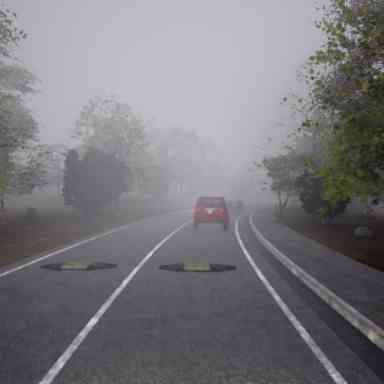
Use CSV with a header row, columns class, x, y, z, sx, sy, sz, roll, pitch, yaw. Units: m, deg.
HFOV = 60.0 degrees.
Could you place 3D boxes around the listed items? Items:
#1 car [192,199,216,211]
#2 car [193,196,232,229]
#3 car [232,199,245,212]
class,x,y,z,sx,sy,sz,roll,pitch,yaw
car,1.619,1.584,41.520,1.994,1.385,4.181,1,0,16
car,1.395,1.259,22.269,2.150,2.045,5.566,1,0,7
car,5.435,1.598,41.430,2.128,1.511,4.902,1,0,16
